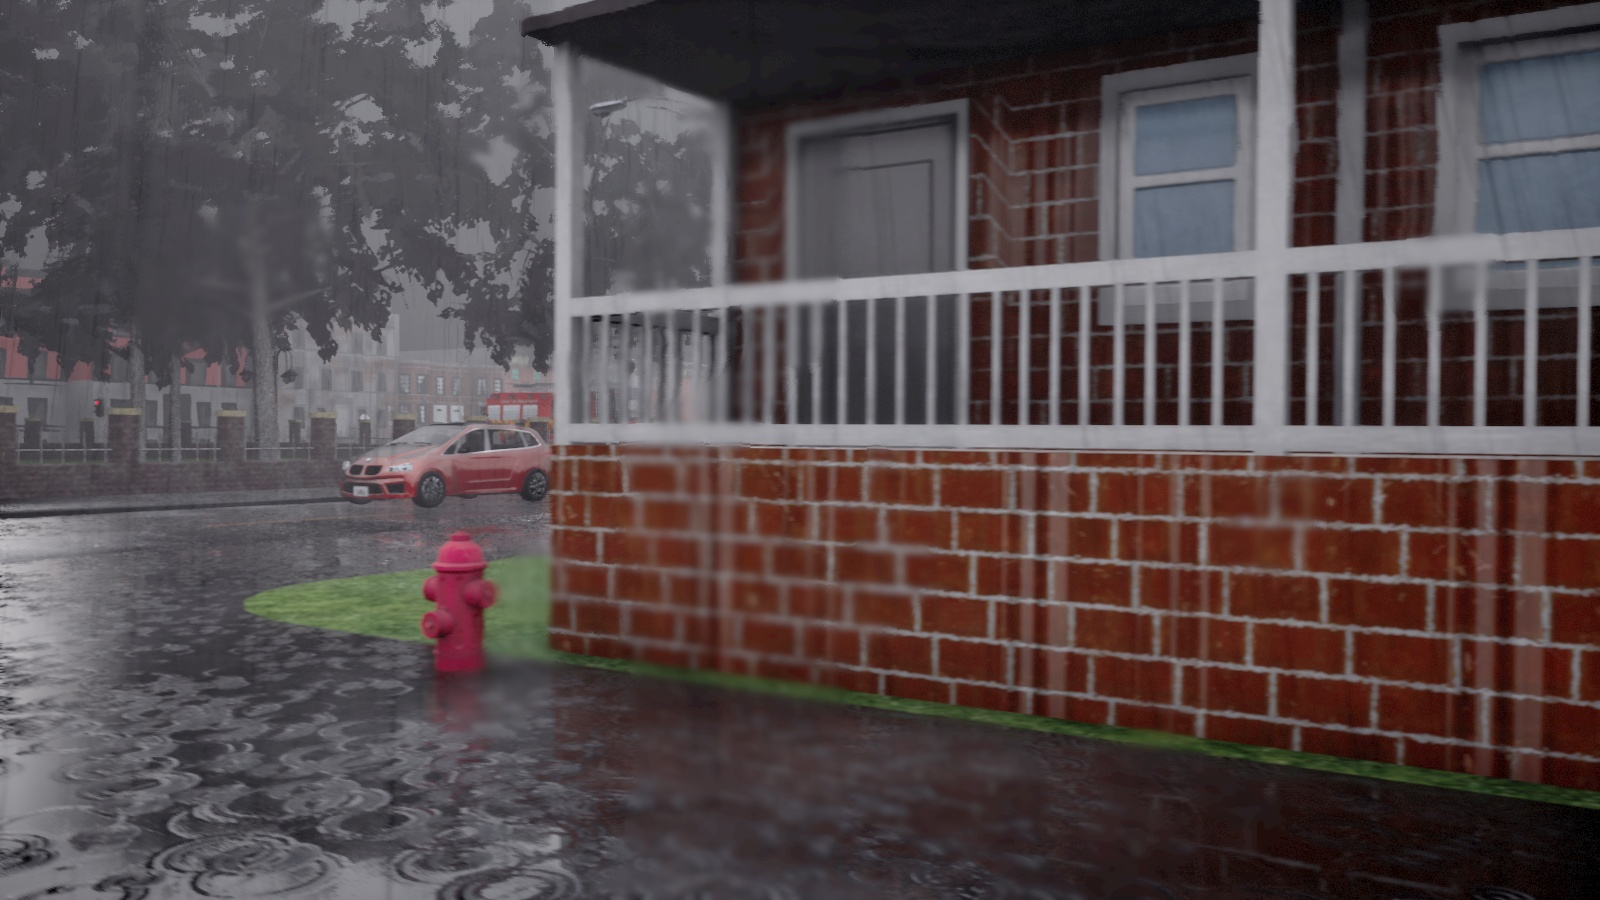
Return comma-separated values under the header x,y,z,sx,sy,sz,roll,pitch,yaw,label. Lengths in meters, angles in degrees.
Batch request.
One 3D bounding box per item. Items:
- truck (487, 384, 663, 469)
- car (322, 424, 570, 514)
x,y,z,sx,sy,sz,roll,pitch,yaw,label
-10.809,-1.092,60.007,8.468,3.827,2.891,0,1,32,truck
-7.121,0.318,25.769,2.242,1.667,4.611,0,1,30,car
